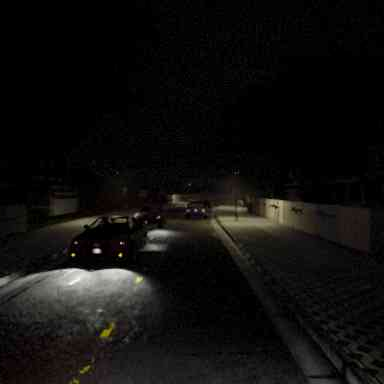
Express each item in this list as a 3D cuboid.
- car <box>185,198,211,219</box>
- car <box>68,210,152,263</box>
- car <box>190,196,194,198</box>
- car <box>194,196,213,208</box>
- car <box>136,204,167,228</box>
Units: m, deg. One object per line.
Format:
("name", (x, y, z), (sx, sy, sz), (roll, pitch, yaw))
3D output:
("car", (0.407, 1.551, 29.472), (2.033, 1.411, 5.357), (0, 0, 2))
("car", (-2.811, 1.568, 11.911), (1.994, 1.385, 4.181), (0, 0, 1))
("car", (0.421, 1.468, 56.556), (1.882, 1.535, 5.008), (0, 0, 10))
("car", (1.789, 1.471, 45.791), (1.882, 1.535, 5.008), (0, 0, 7))
("car", (-2.727, 1.531, 22.412), (1.812, 1.442, 4.674), (0, 0, 1))
